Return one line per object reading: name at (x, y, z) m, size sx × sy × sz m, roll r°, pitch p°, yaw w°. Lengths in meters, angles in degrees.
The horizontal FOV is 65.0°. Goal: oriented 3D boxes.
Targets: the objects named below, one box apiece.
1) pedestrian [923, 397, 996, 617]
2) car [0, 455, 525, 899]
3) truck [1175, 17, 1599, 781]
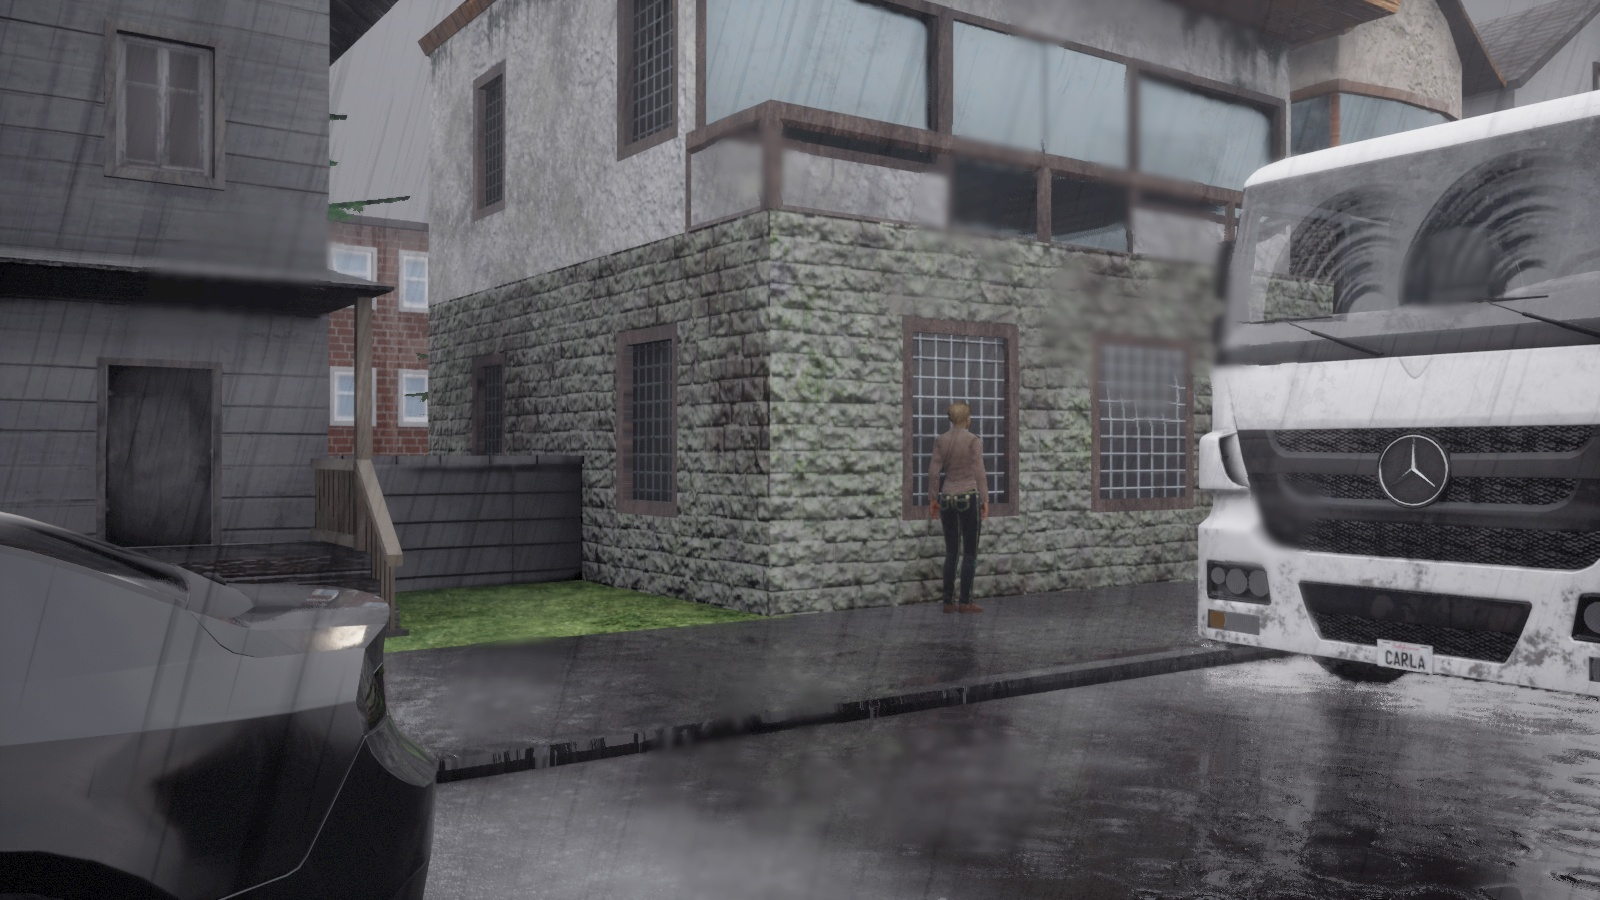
pedestrian at (1.382, 0.478, 10.857) m, size 0.331 × 1.846 × 0.634 m, roll 0°, pitch 0°, yaw 40°
car at (-3.131, 0.761, 2.090) m, size 4.892 × 1.490 × 1.837 m, roll 0°, pitch 0°, yaw -35°
truck at (6.363, -0.229, 8.700) m, size 7.936 × 3.462 × 2.891 m, roll 0°, pitch 0°, yaw -35°
